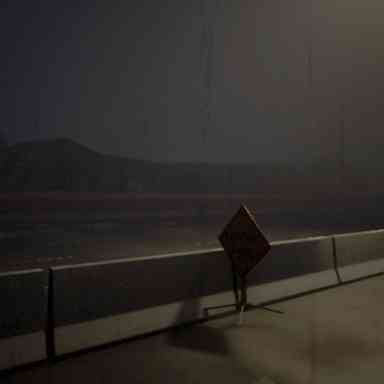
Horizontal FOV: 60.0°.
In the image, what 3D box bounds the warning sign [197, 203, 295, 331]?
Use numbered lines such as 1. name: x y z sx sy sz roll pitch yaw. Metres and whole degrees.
1. warning sign: 0.907 1.154 5.804 1.060 1.860 1.300 1 0 -35
